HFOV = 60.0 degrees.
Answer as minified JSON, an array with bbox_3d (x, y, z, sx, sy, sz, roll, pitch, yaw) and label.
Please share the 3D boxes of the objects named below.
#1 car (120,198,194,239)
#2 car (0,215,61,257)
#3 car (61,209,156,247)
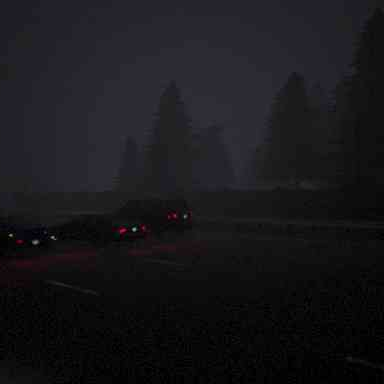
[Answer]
[{"bbox_3d":[-2.521,1.359,18.571,5.566,2.045,2.150,0,0,36],"label":"car"},{"bbox_3d":[-7.645,1.673,13.647,4.674,1.442,1.812,0,0,36],"label":"car"},{"bbox_3d":[-4.499,1.681,15.682,5.357,1.411,2.033,-1,0,36],"label":"car"}]
